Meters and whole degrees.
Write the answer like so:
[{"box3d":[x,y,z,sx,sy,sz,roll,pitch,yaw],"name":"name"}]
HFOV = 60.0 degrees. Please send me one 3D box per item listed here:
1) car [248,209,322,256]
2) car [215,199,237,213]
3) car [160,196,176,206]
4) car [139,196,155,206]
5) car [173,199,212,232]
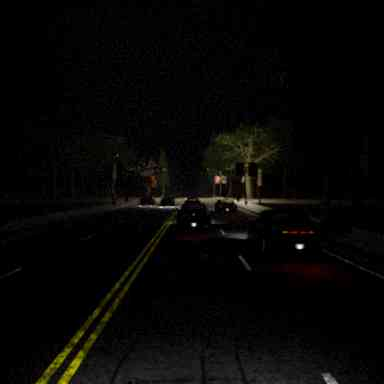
[{"box3d":[3.349,1.416,12.742,1.837,1.490,4.892,0,0,0],"name":"car"},{"box3d":[3.349,1.370,33.870,1.895,1.301,4.718,0,0,0],"name":"car"},{"box3d":[-3.320,1.265,46.150,1.994,1.385,4.181,0,0,0],"name":"car"},{"box3d":[-6.547,1.237,49.399,2.033,1.411,5.357,0,0,0],"name":"car"},{"box3d":[0.099,1.373,19.257,1.837,1.490,4.892,0,1,0],"name":"car"}]
